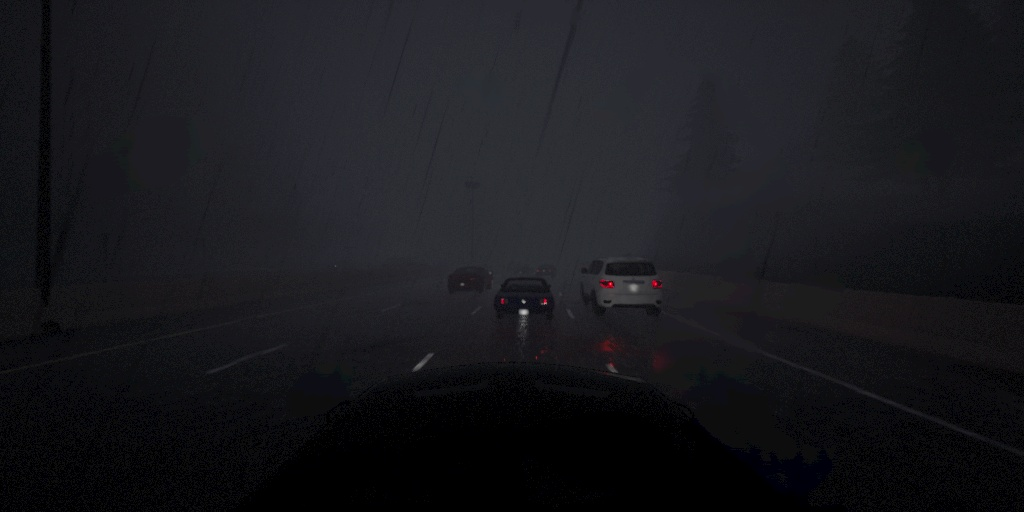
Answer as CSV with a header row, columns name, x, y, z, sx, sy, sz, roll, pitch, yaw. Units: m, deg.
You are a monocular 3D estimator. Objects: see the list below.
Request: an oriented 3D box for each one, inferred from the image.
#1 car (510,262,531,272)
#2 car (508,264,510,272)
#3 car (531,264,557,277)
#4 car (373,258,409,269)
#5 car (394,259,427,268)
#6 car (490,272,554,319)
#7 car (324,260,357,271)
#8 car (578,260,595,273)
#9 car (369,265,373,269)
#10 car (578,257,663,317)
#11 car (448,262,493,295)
name,x,y,z,sx,sy,sz,roll,pitch,yaw
car,1.516,1.643,44.215,1.895,1.301,4.718,0,0,13
car,0.822,1.592,55.225,1.882,1.535,5.008,0,-1,16
car,3.683,1.555,37.858,2.033,1.411,5.357,0,0,12
car,-15.655,1.226,48.171,2.150,2.045,5.566,0,0,13
car,-12.551,1.491,45.994,2.128,1.511,4.902,0,0,13
car,0.504,1.430,13.162,1.895,1.301,4.718,0,0,4
car,-22.856,1.329,47.948,2.097,1.767,4.553,0,-1,13
car,10.867,1.482,51.993,2.097,1.767,4.553,0,0,16
car,-18.529,1.539,51.129,1.812,1.442,4.674,0,0,14
car,4.034,1.071,13.979,2.150,2.045,5.566,0,0,4
car,-2.327,1.350,21.179,1.882,1.535,5.008,0,0,6
